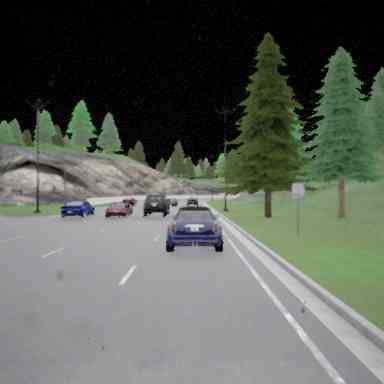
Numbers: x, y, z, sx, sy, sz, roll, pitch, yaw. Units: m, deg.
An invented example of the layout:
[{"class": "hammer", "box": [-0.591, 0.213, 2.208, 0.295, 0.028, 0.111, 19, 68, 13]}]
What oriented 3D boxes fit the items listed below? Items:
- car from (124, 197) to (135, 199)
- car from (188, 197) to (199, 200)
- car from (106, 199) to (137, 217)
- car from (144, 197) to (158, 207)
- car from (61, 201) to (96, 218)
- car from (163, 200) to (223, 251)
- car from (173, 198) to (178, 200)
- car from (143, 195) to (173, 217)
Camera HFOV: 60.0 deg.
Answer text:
[{"class": "car", "box": [-10.388, 1.594, 55.641, 1.882, 1.535, 5.008, 0, 0, 0]}, {"class": "car", "box": [0.112, 1.620, 55.358, 1.837, 1.490, 4.892, 0, 0, 0]}, {"class": "car", "box": [-6.893, 1.631, 31.940, 1.994, 1.385, 4.181, 0, 0, 0]}, {"class": "car", "box": [-6.889, 1.623, 56.464, 1.837, 1.490, 4.892, 0, 0, 0]}, {"class": "car", "box": [-10.392, 1.542, 30.719, 1.882, 1.535, 5.008, 0, 0, 0]}, {"class": "car", "box": [0.104, 1.382, 14.285, 2.097, 1.767, 4.553, 0, 0, 0]}, {"class": "car", "box": [-3.390, 1.682, 56.604, 1.994, 1.385, 4.181, 0, 0, 0]}, {"class": "car", "box": [-3.392, 1.290, 32.548, 2.150, 2.045, 5.566, 0, 0, 0]}]
